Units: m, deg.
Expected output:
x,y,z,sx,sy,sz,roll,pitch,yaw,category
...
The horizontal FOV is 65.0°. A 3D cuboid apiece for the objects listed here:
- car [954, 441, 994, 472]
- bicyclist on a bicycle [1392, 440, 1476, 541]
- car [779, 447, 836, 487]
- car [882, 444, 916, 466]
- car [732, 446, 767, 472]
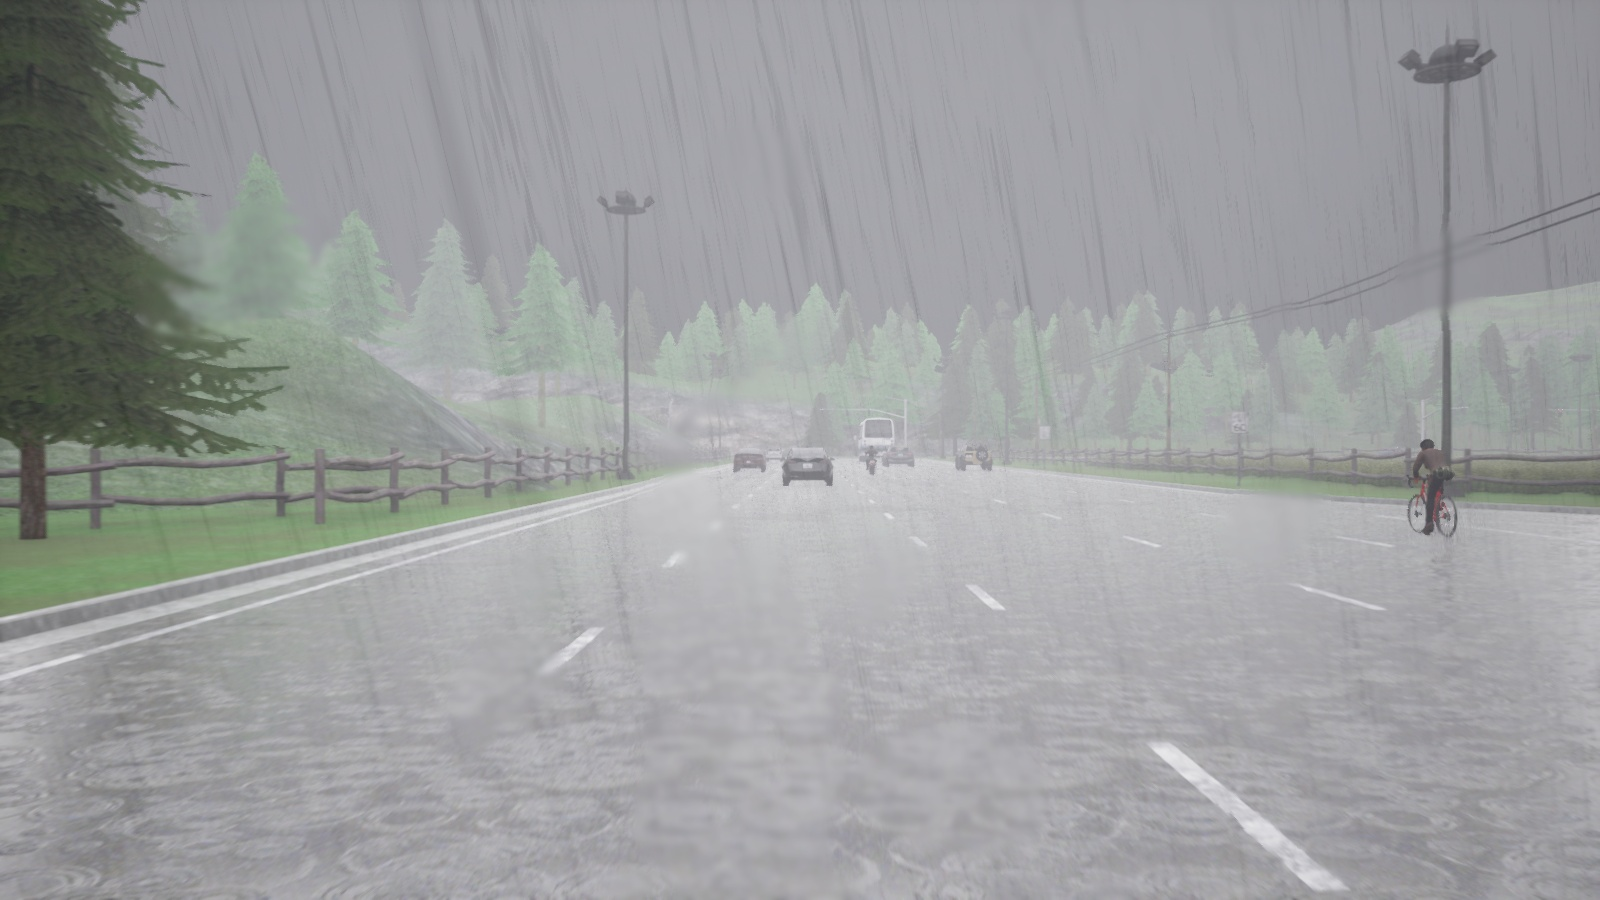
x,y,z,sx,sy,sz,roll,pitch,yaw,category
10.973,0.390,79.406,1.932,1.855,4.605,0,0,1,car
10.637,0.660,21.138,0.582,1.620,1.656,0,0,0,bicyclist on a bicycle
0.302,0.632,49.916,2.163,1.488,4.792,0,0,0,car
7.570,0.375,96.581,2.242,1.667,4.611,0,0,0,car
-3.042,0.545,76.825,1.882,1.535,5.008,0,0,0,car
